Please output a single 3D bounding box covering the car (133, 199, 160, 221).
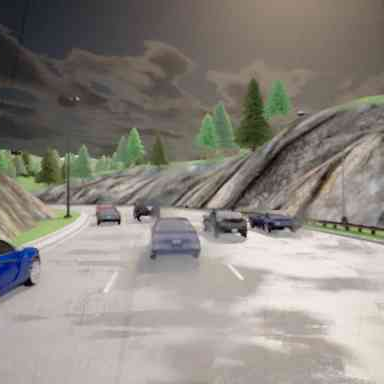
[{"bbox_3d":[-4.486,1.680,32.717,2.150,2.045,5.566,0,-1,-15],"label":"car"}]

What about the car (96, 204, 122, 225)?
[{"bbox_3d":[-7.065,1.975,28.532,1.994,1.385,4.181,0,-1,-13],"label":"car"}]

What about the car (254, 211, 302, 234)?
[{"bbox_3d":[5.123,1.876,21.418,1.895,1.301,4.718,0,-1,-9],"label":"car"}]

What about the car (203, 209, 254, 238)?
[{"bbox_3d":[1.839,1.767,19.636,1.837,1.490,4.892,0,-1,-9],"label":"car"}]

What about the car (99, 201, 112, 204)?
[{"bbox_3d":[-11.007,1.959,42.192,2.097,1.767,4.553,0,-1,-19],"label":"car"}]

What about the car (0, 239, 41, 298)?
[{"bbox_3d":[-4.779,1.587,6.783,1.882,1.535,5.008,0,-1,-4],"label":"car"}]

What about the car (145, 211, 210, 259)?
[{"bbox_3d":[-0.783,1.735,13.527,2.033,1.411,5.357,0,-1,-6],"label":"car"}]
